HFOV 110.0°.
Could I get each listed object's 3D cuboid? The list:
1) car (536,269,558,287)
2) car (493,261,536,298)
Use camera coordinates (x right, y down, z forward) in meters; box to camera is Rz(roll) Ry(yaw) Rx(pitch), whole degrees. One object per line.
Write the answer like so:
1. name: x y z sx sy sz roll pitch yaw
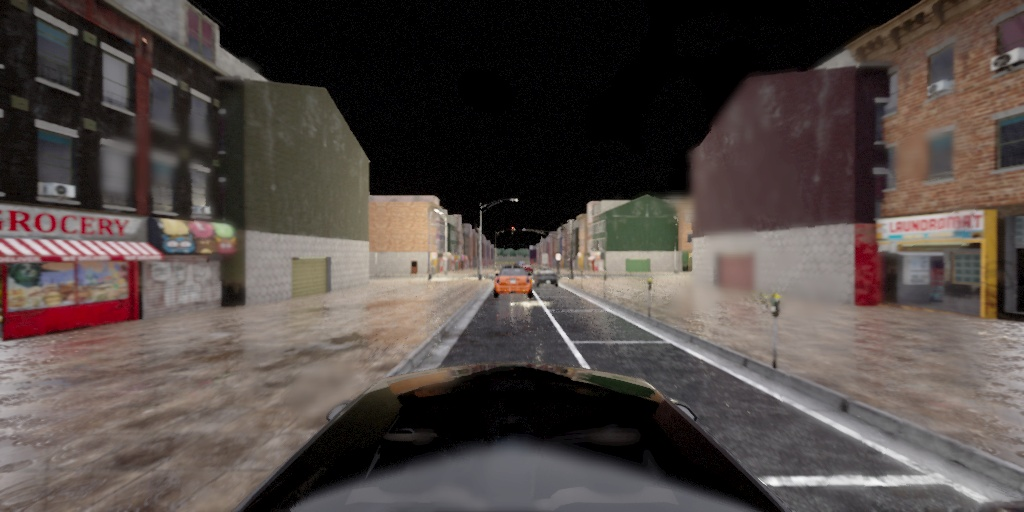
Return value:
1. car: 2.641 1.667 28.254 2.007 1.370 4.403 0 0 0
2. car: 0.069 1.363 20.703 2.097 1.767 4.553 0 -1 0
